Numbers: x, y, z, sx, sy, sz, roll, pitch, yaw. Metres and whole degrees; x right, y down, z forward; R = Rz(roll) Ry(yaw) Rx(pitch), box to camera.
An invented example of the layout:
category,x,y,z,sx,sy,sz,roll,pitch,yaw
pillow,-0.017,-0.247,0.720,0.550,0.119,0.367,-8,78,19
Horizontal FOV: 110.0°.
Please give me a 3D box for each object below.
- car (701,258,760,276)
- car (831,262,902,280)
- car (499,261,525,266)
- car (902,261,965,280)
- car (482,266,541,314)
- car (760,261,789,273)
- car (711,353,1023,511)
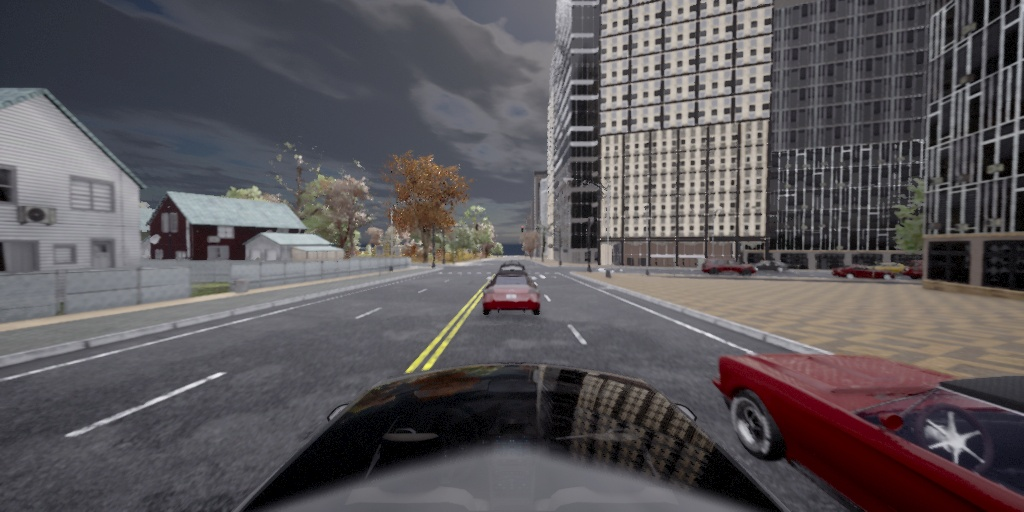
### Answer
category,x,y,z,sx,sy,sz,roll,pitch,yaw
car,23.012,1.213,38.389,5.009,1.841,2.192,0,0,20
car,33.658,1.553,34.491,4.507,1.381,1.888,0,0,20
car,0.030,1.161,19.549,1.837,1.490,4.892,0,0,1
car,38.981,1.377,32.542,5.009,1.841,2.192,0,0,20
car,-0.016,1.251,13.421,1.994,1.385,4.181,0,0,0
car,31.045,1.262,43.836,4.403,1.370,2.007,0,0,20
car,3.250,1.349,2.031,1.895,1.301,4.718,0,0,0
